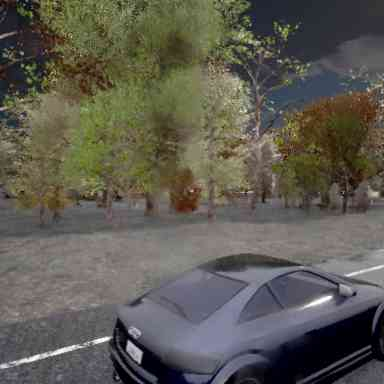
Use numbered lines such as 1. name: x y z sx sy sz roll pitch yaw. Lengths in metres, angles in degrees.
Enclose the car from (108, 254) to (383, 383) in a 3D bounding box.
1. car: 1.049 1.570 4.493 4.181 1.385 1.994 0 0 -35
